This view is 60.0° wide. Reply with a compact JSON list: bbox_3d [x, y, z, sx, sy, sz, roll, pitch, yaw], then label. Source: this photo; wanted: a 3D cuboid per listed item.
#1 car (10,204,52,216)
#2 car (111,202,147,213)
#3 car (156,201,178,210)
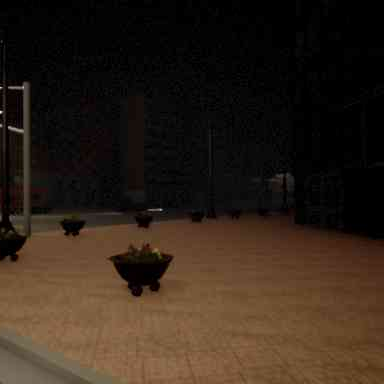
[{"bbox_3d":[-18.513,1.993,37.623,1.895,1.301,4.718,0,-1,35],"label":"car"},{"bbox_3d":[-8.536,2.101,45.687,2.033,1.411,5.357,0,-1,35],"label":"car"},{"bbox_3d":[-4.296,2.321,57.653,1.994,1.385,4.181,0,-1,36],"label":"car"}]
